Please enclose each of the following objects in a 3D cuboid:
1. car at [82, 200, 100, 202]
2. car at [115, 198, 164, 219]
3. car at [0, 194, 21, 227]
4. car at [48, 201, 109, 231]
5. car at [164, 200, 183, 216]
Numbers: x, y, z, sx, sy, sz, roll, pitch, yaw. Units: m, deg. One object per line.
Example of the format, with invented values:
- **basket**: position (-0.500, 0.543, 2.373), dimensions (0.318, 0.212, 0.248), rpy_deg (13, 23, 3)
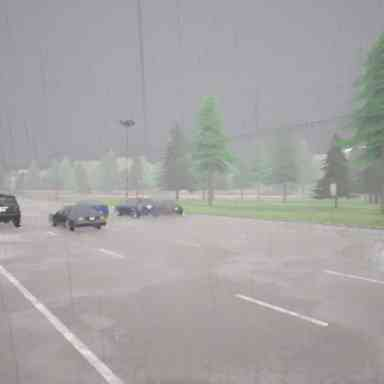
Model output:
- **car**: position (-8.693, 1.399, 27.751), dimensions (1.882, 1.535, 5.008), rpy_deg (0, 0, -39)
- **car**: position (-4.780, 1.269, 28.465), dimensions (2.097, 1.767, 4.553), rpy_deg (0, 0, -39)
- **car**: position (-12.728, 1.163, 21.594), dimensions (2.150, 2.045, 5.566), rpy_deg (0, 0, -39)
- **car**: position (-7.019, 1.491, 20.075), dimensions (2.033, 1.411, 5.357), rpy_deg (0, 0, -39)
- **car**: position (-2.674, 1.471, 31.434), dimensions (1.994, 1.385, 4.181), rpy_deg (0, 0, -39)
